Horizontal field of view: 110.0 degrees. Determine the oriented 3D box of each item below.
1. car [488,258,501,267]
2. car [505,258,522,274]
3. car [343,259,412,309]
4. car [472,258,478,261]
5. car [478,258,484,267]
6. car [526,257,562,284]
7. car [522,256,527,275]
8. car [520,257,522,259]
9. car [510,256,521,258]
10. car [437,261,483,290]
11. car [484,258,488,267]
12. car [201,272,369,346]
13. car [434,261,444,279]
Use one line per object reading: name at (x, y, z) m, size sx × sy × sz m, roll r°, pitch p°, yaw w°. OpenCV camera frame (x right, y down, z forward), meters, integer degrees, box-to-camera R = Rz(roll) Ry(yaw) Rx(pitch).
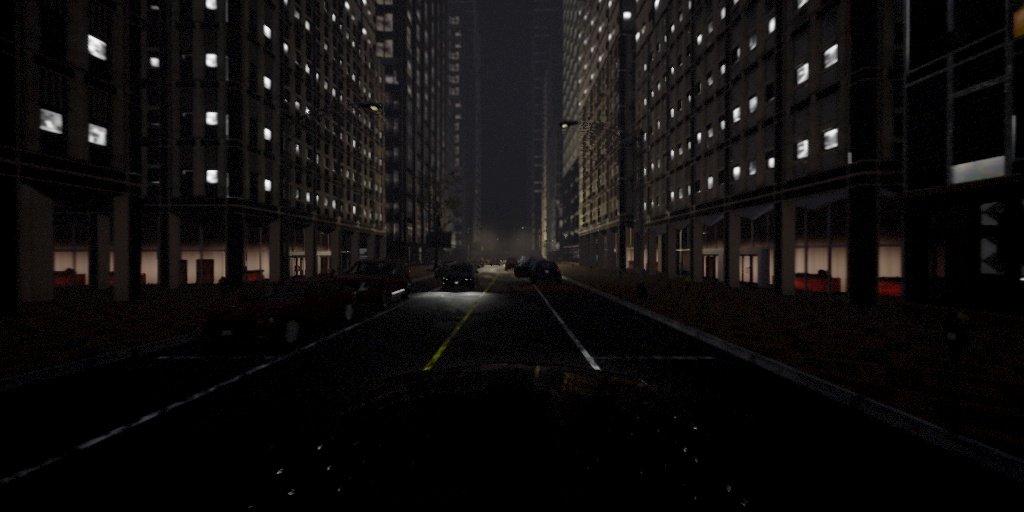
car at (-2.985, 1.186, 64.928) m, size 1.812 × 1.442 × 4.674 m, roll 0°, pitch 0°, yaw 0°
car at (0.026, 1.295, 47.496) m, size 1.895 × 1.301 × 4.718 m, roll 0°, pitch 0°, yaw 0°
car at (-5.688, 1.055, 15.098) m, size 2.192 × 1.841 × 5.009 m, roll 0°, pitch 0°, yaw 0°
car at (-5.681, 1.252, 43.590) m, size 2.007 × 1.370 × 4.403 m, roll 0°, pitch 0°, yaw 0°
car at (-5.678, 1.205, 54.816) m, size 1.751 × 1.417 × 4.829 m, roll 0°, pitch 0°, yaw 0°
car at (2.395, 1.079, 26.689) m, size 2.097 × 1.767 × 4.553 m, roll 0°, pitch 0°, yaw 0°
car at (2.700, 1.016, 43.585) m, size 2.192 × 1.841 × 5.009 m, roll 0°, pitch 0°, yaw 0°
car at (2.704, 1.217, 60.684) m, size 2.007 × 1.370 × 4.403 m, roll 0°, pitch 0°, yaw 0°
car at (0.015, 1.017, 61.485) m, size 2.097 × 1.767 × 4.553 m, roll 0°, pitch 0°, yaw 0°
car at (-3.093, 1.237, 22.385) m, size 1.837 × 1.490 × 4.892 m, roll 0°, pitch 0°, yaw 0°
car at (-5.677, 1.107, 60.687) m, size 1.967 × 1.591 × 4.097 m, roll 0°, pitch 0°, yaw 0°
car at (-5.689, 1.290, 9.399) m, size 1.888 × 1.381 × 4.507 m, roll 0°, pitch 0°, yaw 0°
car at (-5.683, 1.159, 32.193) m, size 1.967 × 1.591 × 4.097 m, roll 0°, pitch 0°, yaw 0°
